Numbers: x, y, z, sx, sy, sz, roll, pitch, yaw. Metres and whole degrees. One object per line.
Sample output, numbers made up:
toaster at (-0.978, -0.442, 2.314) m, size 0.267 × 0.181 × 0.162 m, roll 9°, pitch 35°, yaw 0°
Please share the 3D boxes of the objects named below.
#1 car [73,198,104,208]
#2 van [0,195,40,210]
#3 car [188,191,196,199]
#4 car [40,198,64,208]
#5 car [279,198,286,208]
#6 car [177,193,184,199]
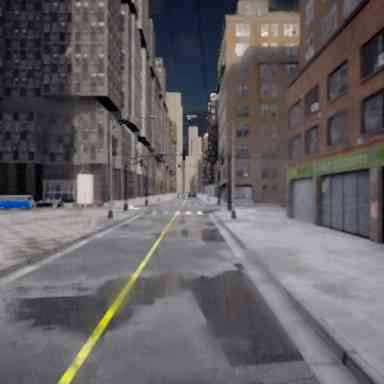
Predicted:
car at (-14.441, 1.507, 46.497) m, size 4.206 × 1.307 × 1.802 m, roll 0°, pitch 0°, yaw 0°
van at (-20.096, 1.268, 37.981) m, size 3.998 × 1.788 × 1.690 m, roll 0°, pitch 0°, yaw 0°
car at (0.054, 0.713, 86.599) m, size 2.150 × 2.045 × 5.566 m, roll 0°, pitch 0°, yaw 0°
car at (-20.090, 1.532, 46.506) m, size 4.313 × 1.339 × 1.947 m, roll 0°, pitch 0°, yaw 0°
car at (12.129, 1.254, 37.929) m, size 4.313 × 1.339 × 1.947 m, roll 0°, pitch 0°, yaw 0°
car at (-2.947, 1.062, 85.967) m, size 2.128 × 1.511 × 4.902 m, roll 0°, pitch 0°, yaw 0°
